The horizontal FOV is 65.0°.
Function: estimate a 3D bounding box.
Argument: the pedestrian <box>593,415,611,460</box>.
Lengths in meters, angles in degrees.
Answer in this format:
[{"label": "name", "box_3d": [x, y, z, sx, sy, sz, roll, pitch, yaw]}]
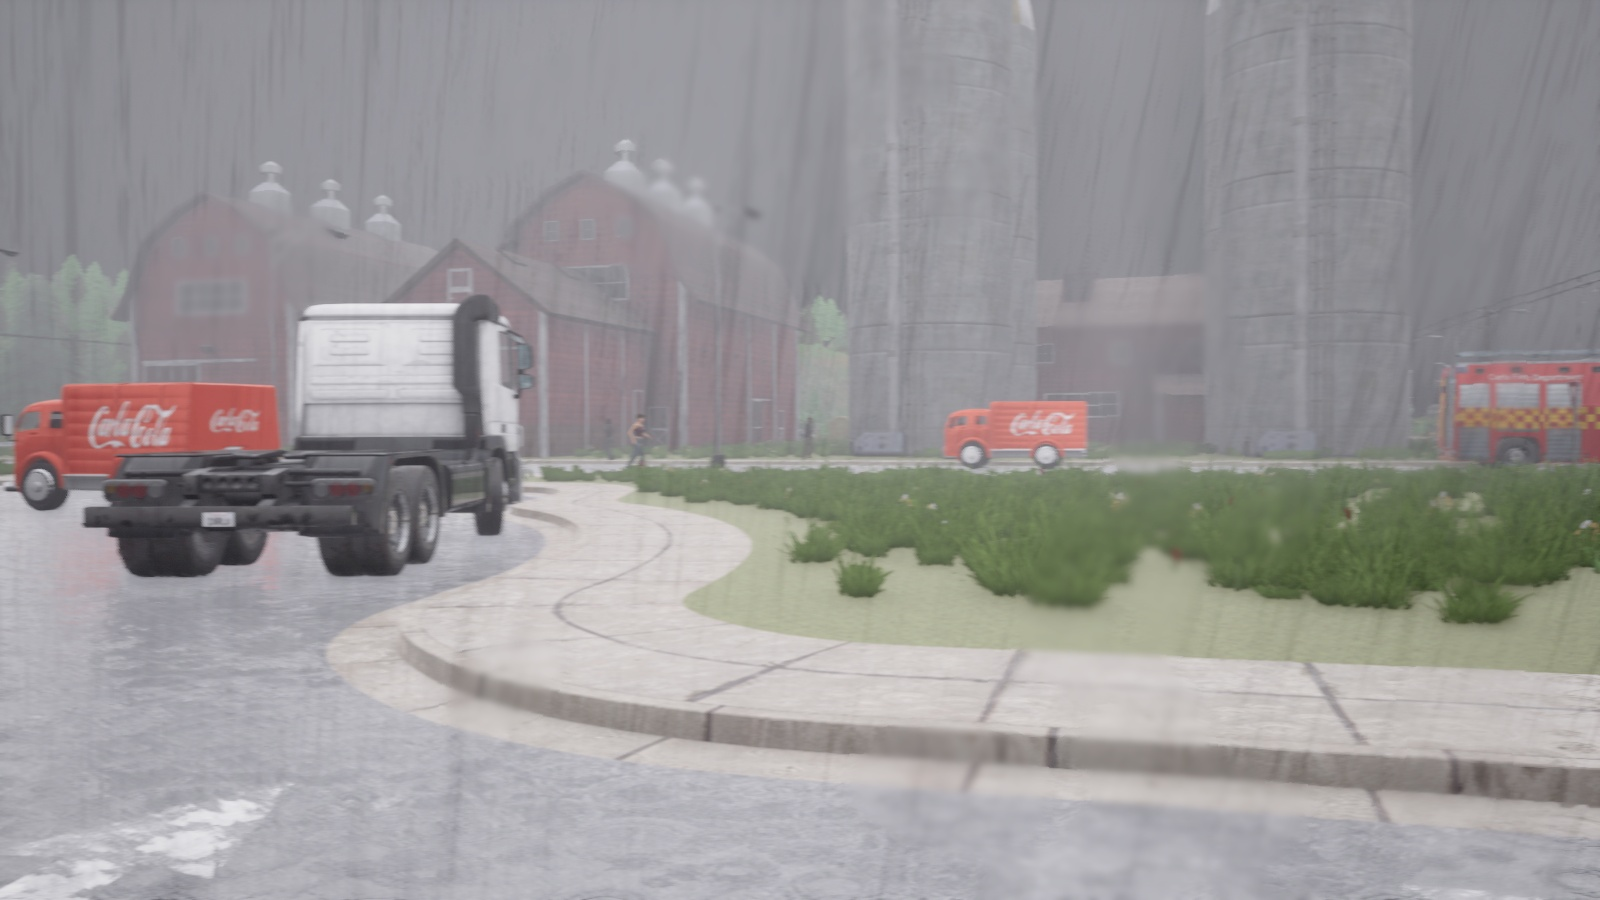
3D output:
[{"label": "pedestrian", "box_3d": [-8.563, -0.556, 54.277, 0.666, 1.930, 0.402, 0, 1, 16]}]

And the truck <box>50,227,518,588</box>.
[{"label": "truck", "box_3d": [-5.838, -0.472, 16.042, 2.891, 3.462, 7.936, 0, 1, -2]}]

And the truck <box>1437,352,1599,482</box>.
[{"label": "truck", "box_3d": [24.296, -0.982, 38.114, 8.468, 3.827, 2.891, 1, 1, 18]}]

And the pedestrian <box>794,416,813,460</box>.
[{"label": "pedestrian", "box_3d": [0.135, -0.513, 53.313, 0.703, 1.840, 0.431, 1, 1, 18]}]

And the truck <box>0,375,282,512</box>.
[{"label": "truck", "box_3d": [-13.200, -0.160, 24.732, 5.204, 2.467, 2.627, 1, 1, 22]}]

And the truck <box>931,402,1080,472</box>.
[{"label": "truck", "box_3d": [7.609, -0.503, 46.294, 5.204, 2.467, 2.627, 0, 1, 15]}]

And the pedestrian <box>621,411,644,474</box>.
[{"label": "pedestrian", "box_3d": [-4.964, -0.227, 37.219, 0.594, 1.836, 0.345, 0, 1, 14]}]
